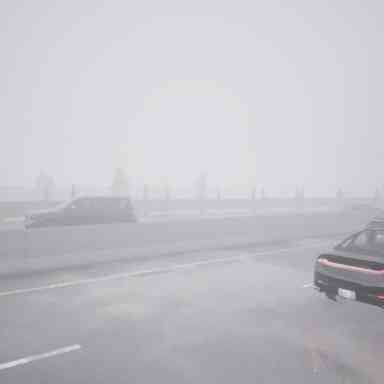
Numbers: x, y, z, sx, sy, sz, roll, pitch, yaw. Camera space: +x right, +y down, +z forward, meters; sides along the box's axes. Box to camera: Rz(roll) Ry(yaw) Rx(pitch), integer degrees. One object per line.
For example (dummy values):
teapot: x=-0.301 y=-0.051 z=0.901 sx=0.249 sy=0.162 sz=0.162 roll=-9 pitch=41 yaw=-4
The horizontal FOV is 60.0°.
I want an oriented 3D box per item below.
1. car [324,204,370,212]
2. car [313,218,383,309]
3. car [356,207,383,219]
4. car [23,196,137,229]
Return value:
car: x=11.228 y=1.548 z=23.439 sx=5.357 sy=1.411 sz=2.033 roll=0 pitch=0 yaw=-27
car: x=4.585 y=1.492 z=6.968 sx=4.902 sy=1.511 sz=2.128 roll=0 pitch=0 yaw=-35
car: x=9.475 y=1.505 z=14.242 sx=4.892 sy=1.490 sz=1.837 roll=0 pitch=0 yaw=-31
car: x=-5.580 y=1.221 z=17.147 sx=5.566 sy=2.045 sz=2.150 roll=0 pitch=0 yaw=-35
